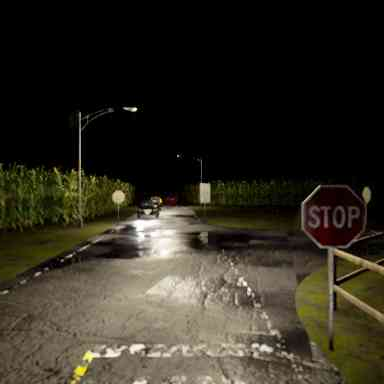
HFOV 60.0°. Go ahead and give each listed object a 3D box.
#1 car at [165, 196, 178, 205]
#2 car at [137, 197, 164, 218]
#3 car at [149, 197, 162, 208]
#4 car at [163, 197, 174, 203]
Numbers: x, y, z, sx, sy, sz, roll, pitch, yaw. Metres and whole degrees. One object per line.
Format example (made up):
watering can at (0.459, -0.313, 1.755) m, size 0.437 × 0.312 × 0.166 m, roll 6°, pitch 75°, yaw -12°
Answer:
car at (-3.719, 1.451, 60.793) m, size 2.097 × 1.767 × 4.553 m, roll 0°, pitch 0°, yaw -7°
car at (-3.912, 1.529, 30.527) m, size 2.128 × 1.511 × 4.902 m, roll 0°, pitch 0°, yaw -3°
car at (-5.633, 1.556, 51.668) m, size 1.882 × 1.535 × 5.008 m, roll 0°, pitch 0°, yaw -6°
car at (-5.078, 1.678, 70.777) m, size 1.994 × 1.385 × 4.181 m, roll 0°, pitch 0°, yaw -8°
